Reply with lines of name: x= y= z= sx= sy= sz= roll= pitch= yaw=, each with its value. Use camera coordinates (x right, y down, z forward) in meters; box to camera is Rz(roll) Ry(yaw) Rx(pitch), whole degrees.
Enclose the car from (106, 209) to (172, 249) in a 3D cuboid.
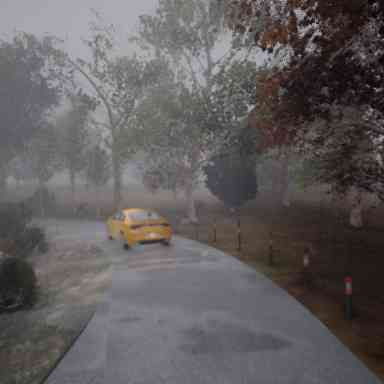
car: x=-2.528 y=1.475 z=14.866 sx=1.882 sy=1.535 sz=5.008 roll=-2 pitch=1 yaw=-25
